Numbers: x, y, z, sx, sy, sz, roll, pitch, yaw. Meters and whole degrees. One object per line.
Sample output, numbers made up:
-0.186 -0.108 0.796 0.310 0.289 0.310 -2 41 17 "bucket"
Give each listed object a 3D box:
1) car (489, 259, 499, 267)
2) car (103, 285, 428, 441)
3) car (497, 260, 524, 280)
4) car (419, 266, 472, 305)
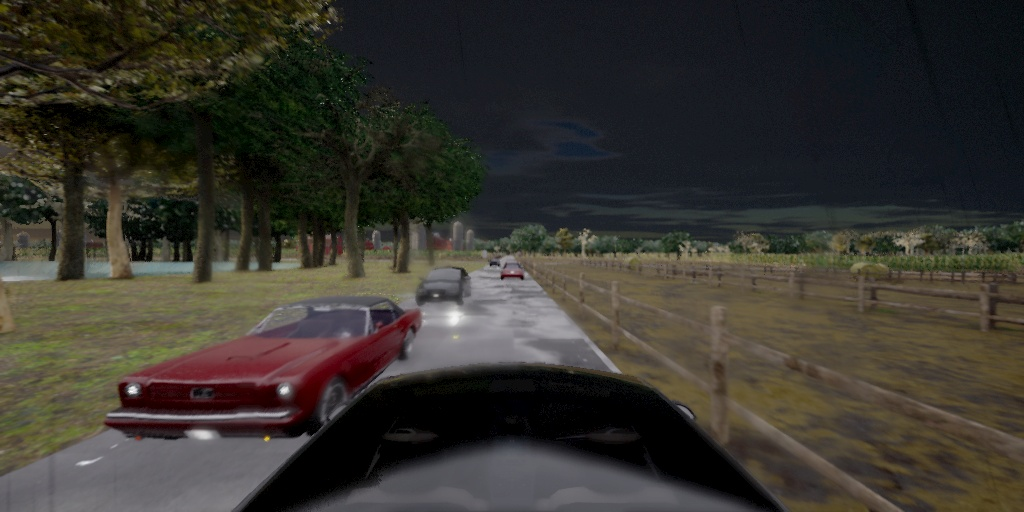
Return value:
-2.912 1.168 61.380 2.033 1.411 5.357 0 0 0 "car"
-2.858 1.350 5.532 1.895 1.301 4.718 0 0 0 "car"
0.033 1.266 30.960 1.994 1.385 4.181 0 0 0 "car"
-2.868 1.240 15.960 1.837 1.490 4.892 0 0 0 "car"
